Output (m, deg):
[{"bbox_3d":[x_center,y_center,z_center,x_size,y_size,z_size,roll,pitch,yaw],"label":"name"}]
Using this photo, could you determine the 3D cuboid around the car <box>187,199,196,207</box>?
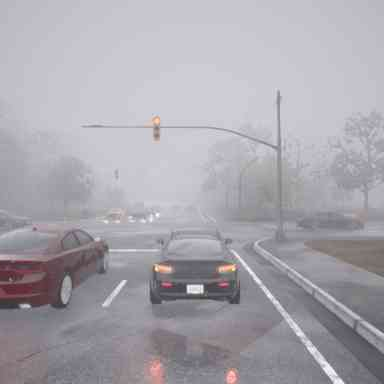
[{"bbox_3d":[-0.261,2.887,86.971,2.097,1.767,4.553,0,0,-4],"label":"car"}]

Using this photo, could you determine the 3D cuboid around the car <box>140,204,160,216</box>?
[{"bbox_3d":[-7.194,3.251,56.603,2.128,1.511,4.902,0,-1,0],"label":"car"}]

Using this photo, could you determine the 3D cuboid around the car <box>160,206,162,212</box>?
[{"bbox_3d":[-7.151,3.305,66.660,2.128,1.511,4.902,0,0,0],"label":"car"}]

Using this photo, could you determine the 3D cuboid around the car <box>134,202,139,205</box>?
[{"bbox_3d":[-10.692,3.101,55.856,2.097,1.767,4.553,0,-1,0],"label":"car"}]

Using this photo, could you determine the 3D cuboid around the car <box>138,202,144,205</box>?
[{"bbox_3d":[-10.651,3.034,66.516,2.150,2.045,5.566,0,0,0],"label":"car"}]

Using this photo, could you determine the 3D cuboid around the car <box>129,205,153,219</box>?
[{"bbox_3d":[-7.178,3.032,47.133,1.882,1.535,5.008,0,-2,1],"label":"car"}]

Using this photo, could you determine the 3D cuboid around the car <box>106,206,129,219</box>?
[{"bbox_3d":[-10.688,3.028,46.997,1.882,1.535,5.008,0,-2,0],"label":"car"}]

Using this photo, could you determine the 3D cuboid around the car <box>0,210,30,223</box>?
[{"bbox_3d":[-15.037,2.208,26.078,4.892,1.490,1.837,-1,-2,8],"label":"car"}]

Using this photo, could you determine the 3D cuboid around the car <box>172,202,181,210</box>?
[{"bbox_3d":[-3.649,3.350,76.936,1.895,1.301,4.718,0,0,0],"label":"car"}]

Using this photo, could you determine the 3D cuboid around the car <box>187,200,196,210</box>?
[{"bbox_3d":[-0.150,3.298,77.237,1.994,1.385,4.181,0,0,0],"label":"car"}]

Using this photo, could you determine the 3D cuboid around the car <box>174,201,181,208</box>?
[{"bbox_3d":[-3.769,3.220,86.847,1.812,1.442,4.674,0,0,-4],"label":"car"}]

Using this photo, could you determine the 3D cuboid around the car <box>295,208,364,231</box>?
[{"bbox_3d":[10.273,2.153,24.925,4.892,1.490,1.837,0,-2,-1],"label":"car"}]

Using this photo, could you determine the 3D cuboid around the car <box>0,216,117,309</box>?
[{"bbox_3d":[-3.433,1.555,8.081,1.882,1.535,5.008,0,-1,0],"label":"car"}]

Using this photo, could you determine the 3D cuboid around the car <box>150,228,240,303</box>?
[{"bbox_3d":[0.064,1.605,8.225,1.812,1.442,4.674,0,-1,0],"label":"car"}]
